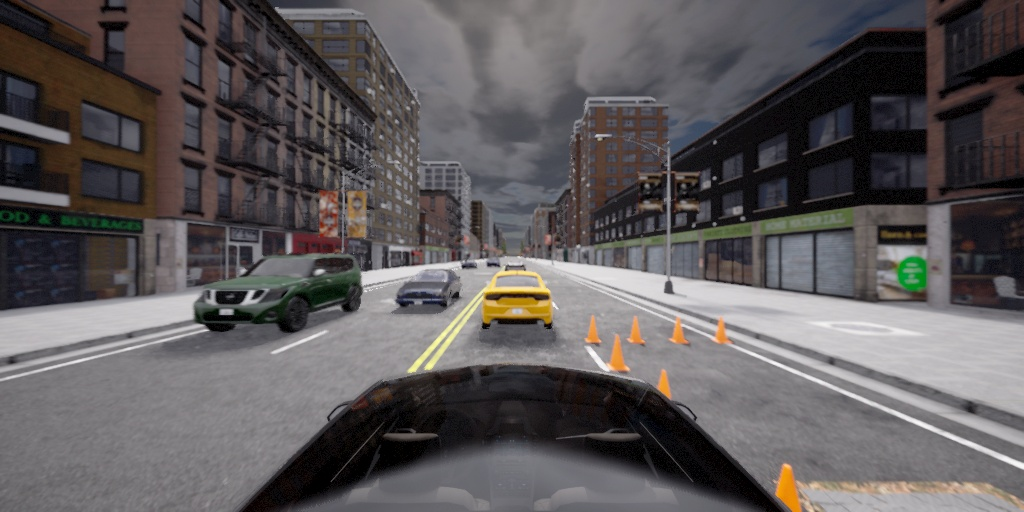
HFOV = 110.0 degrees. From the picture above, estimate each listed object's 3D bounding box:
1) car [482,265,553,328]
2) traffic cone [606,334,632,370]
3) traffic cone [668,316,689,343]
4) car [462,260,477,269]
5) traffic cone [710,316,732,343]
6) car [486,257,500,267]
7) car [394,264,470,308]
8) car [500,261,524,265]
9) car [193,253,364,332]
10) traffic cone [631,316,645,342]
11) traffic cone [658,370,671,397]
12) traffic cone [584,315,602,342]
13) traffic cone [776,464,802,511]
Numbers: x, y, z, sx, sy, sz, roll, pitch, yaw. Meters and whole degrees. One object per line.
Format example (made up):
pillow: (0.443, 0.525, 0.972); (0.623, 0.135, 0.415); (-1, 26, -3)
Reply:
car: (0.150, 1.206, 11.311); (1.882, 1.535, 5.008); (0, 0, 0)
traffic cone: (1.884, 1.699, 6.422); (0.340, 0.580, 0.340); (0, 0, 0)
traffic cone: (3.897, 1.699, 8.409); (0.340, 0.580, 0.340); (0, 0, 0)
car: (-6.255, 1.227, 52.872); (1.895, 1.301, 4.718); (0, 0, 1)
traffic cone: (4.897, 1.702, 8.403); (0.340, 0.580, 0.340); (0, 0, 0)
car: (-2.951, 0.977, 57.666); (2.097, 1.767, 4.553); (0, 0, 1)
car: (-3.274, 1.258, 15.267); (2.033, 1.411, 5.357); (0, 0, 1)
car: (0.286, 1.174, 32.168); (2.128, 1.511, 4.902); (0, 0, 0)
car: (-6.555, 0.934, 11.016); (2.150, 2.045, 5.566); (0, 0, 0)
traffic cone: (2.897, 1.697, 8.416); (0.340, 0.580, 0.340); (0, 0, 0)
traffic cone: (1.871, 1.704, 4.422); (0.340, 0.580, 0.340); (0, 0, 0)
traffic cone: (1.897, 1.694, 8.422); (0.340, 0.580, 0.340); (0, 0, 0)
traffic cone: (1.858, 1.708, 2.422); (0.340, 0.580, 0.340); (0, 0, 0)
